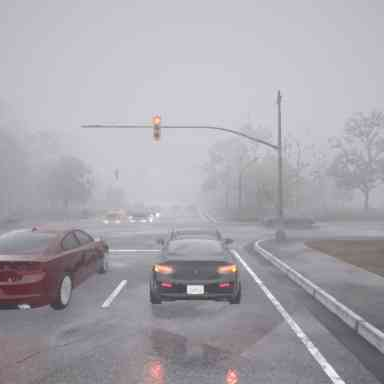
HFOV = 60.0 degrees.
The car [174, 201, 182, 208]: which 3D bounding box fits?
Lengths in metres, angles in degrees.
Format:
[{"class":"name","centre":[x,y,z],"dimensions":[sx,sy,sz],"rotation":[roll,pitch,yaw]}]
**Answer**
[{"class":"car","centre":[-3.712,3.214,86.815],"dimensions":[1.812,1.442,4.674],"rotation":[0,0,-3]}]

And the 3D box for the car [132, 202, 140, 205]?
[{"class":"car","centre":[-10.655,3.097,55.829],"dimensions":[2.097,1.767,4.553],"rotation":[0,-1,0]}]

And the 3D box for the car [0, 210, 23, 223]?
[{"class":"car","centre":[-17.850,2.368,30.185],"dimensions":[4.902,1.511,2.128],"rotation":[0,-2,9]}]

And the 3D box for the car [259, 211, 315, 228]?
[{"class":"car","centre":[8.095,2.325,28.393],"dimensions":[4.674,1.442,1.812],"rotation":[0,-3,-4]}]

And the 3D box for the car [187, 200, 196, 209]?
[{"class":"car","centre":[-0.099,3.293,77.203],"dimensions":[1.994,1.385,4.181],"rotation":[0,0,0]}]

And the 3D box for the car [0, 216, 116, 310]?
[{"class":"car","centre":[-3.427,1.555,8.048],"dimensions":[1.882,1.535,5.008],"rotation":[0,-1,0]}]

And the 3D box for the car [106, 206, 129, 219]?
[{"class":"car","centre":[-10.657,3.025,46.969],"dimensions":[1.882,1.535,5.008],"rotation":[0,-2,0]}]

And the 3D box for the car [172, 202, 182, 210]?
[{"class":"car","centre":[-3.598,3.345,76.904],"dimensions":[1.895,1.301,4.718],"rotation":[0,0,0]}]

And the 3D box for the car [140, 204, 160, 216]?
[{"class":"car","centre":[-7.157,3.247,56.573],"dimensions":[2.128,1.511,4.902],"rotation":[0,-1,0]}]

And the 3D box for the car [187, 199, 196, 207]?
[{"class":"car","centre":[-0.204,2.881,86.937],"dimensions":[2.097,1.767,4.553],"rotation":[0,0,-3]}]

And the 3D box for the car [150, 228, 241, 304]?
[{"class":"car","centre":[0.070,1.605,8.191],"dimensions":[1.812,1.442,4.674],"rotation":[0,-1,0]}]

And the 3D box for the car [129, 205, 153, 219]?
[{"class":"car","centre":[-7.147,3.029,47.103],"dimensions":[1.882,1.535,5.008],"rotation":[0,-2,1]}]

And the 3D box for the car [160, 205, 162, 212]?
[{"class":"car","centre":[-7.107,3.300,66.630],"dimensions":[2.128,1.511,4.902],"rotation":[0,0,0]}]

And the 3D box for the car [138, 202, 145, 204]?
[{"class":"car","centre":[-10.607,3.030,66.489],"dimensions":[2.150,2.045,5.566],"rotation":[0,0,0]}]
